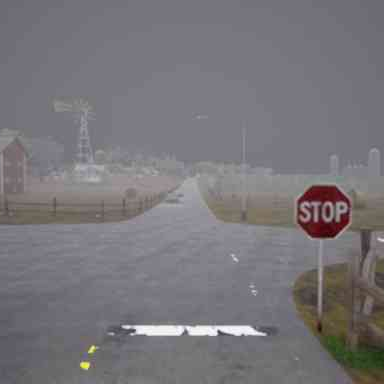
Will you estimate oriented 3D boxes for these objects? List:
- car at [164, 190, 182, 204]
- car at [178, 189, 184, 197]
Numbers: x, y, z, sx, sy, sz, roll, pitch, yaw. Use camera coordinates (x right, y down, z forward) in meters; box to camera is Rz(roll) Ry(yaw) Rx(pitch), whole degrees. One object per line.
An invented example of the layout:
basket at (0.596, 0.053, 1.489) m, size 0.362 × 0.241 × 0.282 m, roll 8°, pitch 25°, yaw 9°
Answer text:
car at (-2.728, 0.877, 46.377) m, size 1.837 × 1.490 × 4.892 m, roll 0°, pitch 2°, yaw 0°
car at (-2.594, 0.248, 65.963) m, size 1.882 × 1.535 × 5.008 m, roll 0°, pitch 2°, yaw 0°
